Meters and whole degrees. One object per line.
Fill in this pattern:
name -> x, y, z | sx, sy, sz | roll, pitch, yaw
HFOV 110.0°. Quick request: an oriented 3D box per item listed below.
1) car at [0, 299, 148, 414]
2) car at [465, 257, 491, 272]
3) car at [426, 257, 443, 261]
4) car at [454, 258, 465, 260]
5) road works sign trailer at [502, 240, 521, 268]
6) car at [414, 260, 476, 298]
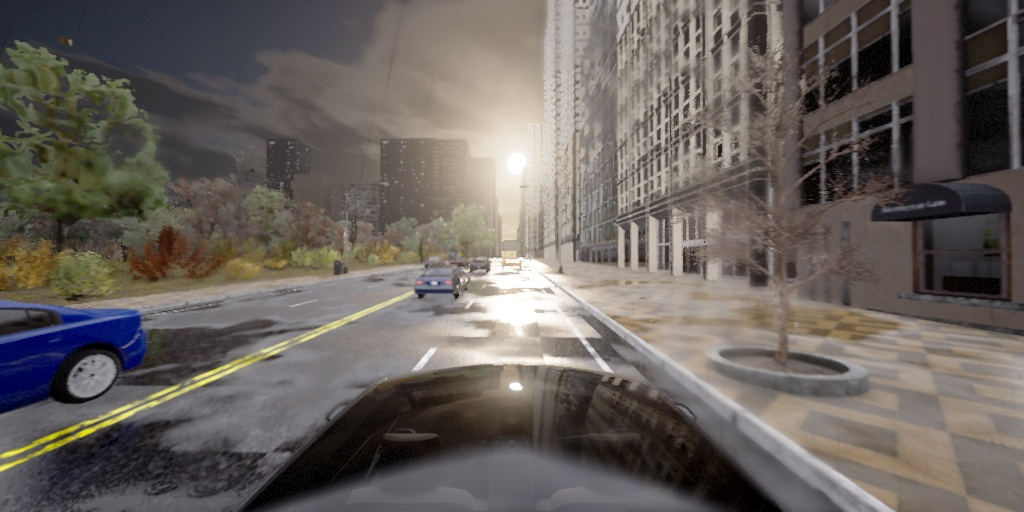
car -> -6.590, 1.206, 3.405 | 1.882, 1.535, 5.008 | 0, 1, 0
car -> -3.167, 0.845, 36.877 | 2.128, 1.511, 4.902 | 0, 1, 0
car -> -9.830, 0.794, 45.749 | 1.812, 1.442, 4.674 | 0, 0, 0
car -> -6.586, 0.878, 44.839 | 1.895, 1.301, 4.718 | 0, 1, 0
road works sign trailer -> -0.013, -0.262, 45.862 | 2.380, 3.560, 2.880 | 0, 0, 0
car -> -3.152, 1.113, 16.991 | 2.033, 1.411, 5.357 | 0, 1, 0
